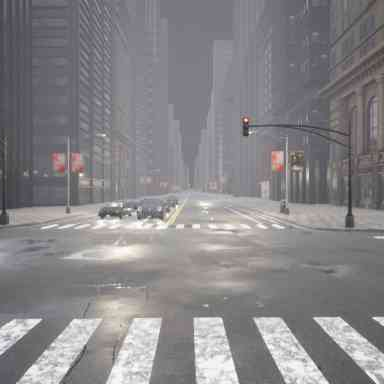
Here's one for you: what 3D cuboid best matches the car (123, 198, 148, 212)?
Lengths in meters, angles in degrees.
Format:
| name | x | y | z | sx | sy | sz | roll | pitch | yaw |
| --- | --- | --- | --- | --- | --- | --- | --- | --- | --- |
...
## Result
| name | x | y | z | sx | sy | sz | roll | pitch | yaw |
| --- | --- | --- | --- | --- | --- | --- | --- | --- | --- |
| car | -6.584 | 1.521 | 39.446 | 2.033 | 1.411 | 5.357 | 0 | 0 | 0 |

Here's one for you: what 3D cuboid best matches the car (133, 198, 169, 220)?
| name | x | y | z | sx | sy | sz | roll | pitch | yaw |
| --- | --- | --- | --- | --- | --- | --- | --- | --- | --- |
| car | -3.338 | 1.336 | 28.091 | 2.097 | 1.767 | 4.553 | 0 | 0 | 0 |

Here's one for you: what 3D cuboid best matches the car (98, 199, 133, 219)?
| name | x | y | z | sx | sy | sz | roll | pitch | yaw |
| --- | --- | --- | --- | --- | --- | --- | --- | --- | --- |
| car | -6.563 | 1.531 | 29.348 | 2.033 | 1.411 | 5.357 | 0 | 0 | 4 |

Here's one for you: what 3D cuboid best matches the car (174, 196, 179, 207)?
| name | x | y | z | sx | sy | sz | roll | pitch | yaw |
| --- | --- | --- | --- | --- | --- | --- | --- | --- | --- |
| car | -3.339 | 1.529 | 47.464 | 1.994 | 1.385 | 4.181 | 0 | 0 | 0 |

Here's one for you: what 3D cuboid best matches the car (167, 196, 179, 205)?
| name | x | y | z | sx | sy | sz | roll | pitch | yaw |
| --- | --- | --- | --- | --- | --- | --- | --- | --- | --- |
| car | -3.297 | 1.454 | 57.838 | 1.837 | 1.490 | 4.892 | 0 | 0 | 0 |

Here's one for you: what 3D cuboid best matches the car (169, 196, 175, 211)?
| name | x | y | z | sx | sy | sz | roll | pitch | yaw |
| --- | --- | --- | --- | --- | --- | --- | --- | --- | --- |
| car | -3.336 | 1.523 | 37.565 | 2.033 | 1.411 | 5.357 | 0 | 0 | 0 |

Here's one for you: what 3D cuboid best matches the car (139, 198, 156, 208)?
| name | x | y | z | sx | sy | sz | roll | pitch | yaw |
| --- | --- | --- | --- | --- | --- | --- | --- | --- | --- |
| car | -6.585 | 1.563 | 49.532 | 1.895 | 1.301 | 4.718 | 0 | 0 | 0 |
